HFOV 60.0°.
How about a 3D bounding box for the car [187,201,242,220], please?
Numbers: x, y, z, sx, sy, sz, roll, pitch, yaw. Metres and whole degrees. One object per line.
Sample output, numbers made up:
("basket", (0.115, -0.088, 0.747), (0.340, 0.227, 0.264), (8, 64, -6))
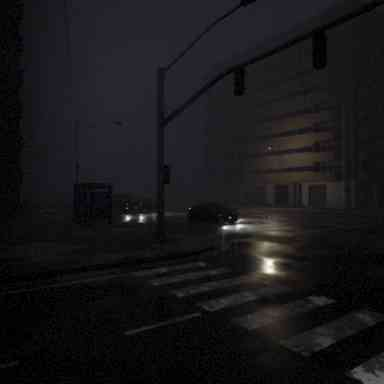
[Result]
("car", (1.891, 1.577, 29.928), (2.033, 1.411, 5.357), (0, 0, -36))

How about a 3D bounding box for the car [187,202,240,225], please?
("car", (1.456, 1.598, 24.597), (1.994, 1.385, 4.181), (0, 0, -36))

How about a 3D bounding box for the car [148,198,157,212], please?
("car", (-5.141, 1.518, 39.578), (2.128, 1.511, 4.902), (0, 0, -36))

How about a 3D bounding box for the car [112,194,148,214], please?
("car", (-7.436, 1.258, 36.776), (2.150, 2.045, 5.566), (0, 0, -36))
